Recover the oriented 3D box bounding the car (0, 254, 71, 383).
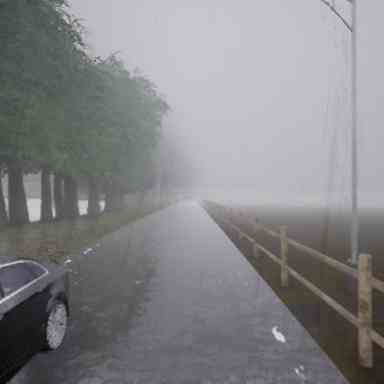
[{"bbox_3d":[-2.839,1.512,3.403,2.128,1.511,4.902,0,0,0],"label":"car"}]
